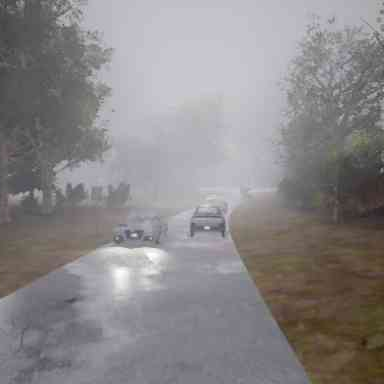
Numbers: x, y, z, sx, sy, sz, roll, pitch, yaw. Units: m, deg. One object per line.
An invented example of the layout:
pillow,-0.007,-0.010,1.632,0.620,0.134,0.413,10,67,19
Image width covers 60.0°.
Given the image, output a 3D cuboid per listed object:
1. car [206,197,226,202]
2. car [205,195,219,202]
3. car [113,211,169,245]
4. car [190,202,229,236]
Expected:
car,3.198,1.667,38.357,2.033,1.411,5.357,0,1,9
car,3.493,1.178,55.414,1.882,1.535,5.008,1,2,13
car,-2.249,1.597,15.635,1.994,1.385,4.181,0,0,4
car,0.931,1.563,18.785,2.128,1.511,4.902,0,0,4
